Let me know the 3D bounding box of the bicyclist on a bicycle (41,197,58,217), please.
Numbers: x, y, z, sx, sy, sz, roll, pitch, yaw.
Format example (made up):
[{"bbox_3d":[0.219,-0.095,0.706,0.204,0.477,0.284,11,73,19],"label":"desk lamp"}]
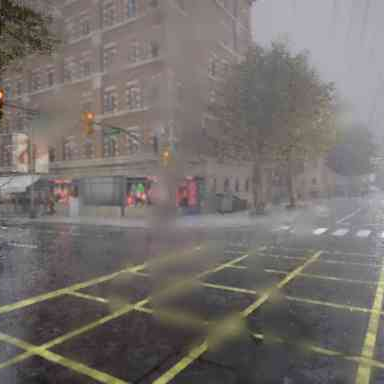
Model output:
[{"bbox_3d":[-12.283,1.290,28.661,0.582,1.620,1.656,-1,1,32],"label":"bicyclist on a bicycle"}]
